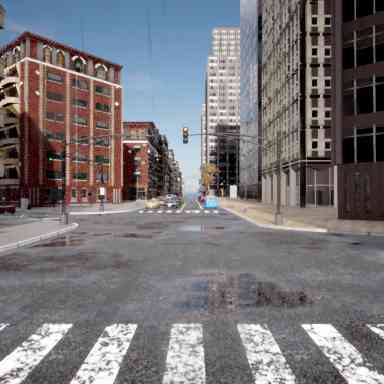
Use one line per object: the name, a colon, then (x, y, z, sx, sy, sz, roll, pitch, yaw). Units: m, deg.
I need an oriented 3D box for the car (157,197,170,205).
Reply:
car: (-5.312, 1.650, 62.449, 1.947, 1.339, 4.313, 0, 0, 0)

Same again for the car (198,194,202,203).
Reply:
car: (2.569, 1.645, 68.001, 1.887, 1.381, 4.507, 0, 0, 0)

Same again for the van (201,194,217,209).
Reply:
van: (2.570, 1.386, 45.791, 1.690, 1.788, 3.998, 0, 0, 0)

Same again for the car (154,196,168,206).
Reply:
car: (-5.311, 1.510, 56.897, 1.967, 1.590, 4.097, 0, 0, 0)

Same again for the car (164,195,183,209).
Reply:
car: (-2.812, 1.537, 45.981, 2.128, 1.511, 4.902, 0, 0, 2)

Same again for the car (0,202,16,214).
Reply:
car: (-21.145, 1.790, 36.464, 4.718, 1.301, 1.895, -1, -1, 41)

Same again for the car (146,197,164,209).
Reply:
car: (-5.311, 1.570, 45.621, 1.752, 1.417, 4.829, 0, 0, 0)

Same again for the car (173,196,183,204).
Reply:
car: (-2.774, 1.621, 66.435, 1.812, 1.442, 4.674, 0, 0, 1)

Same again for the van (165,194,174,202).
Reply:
van: (-5.311, 1.474, 79.105, 1.690, 1.788, 3.998, 0, 0, 0)
